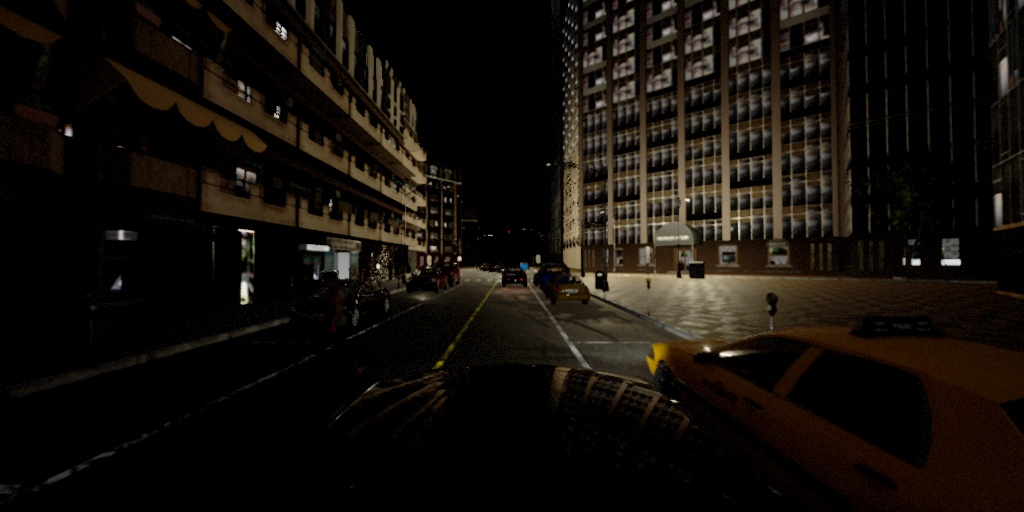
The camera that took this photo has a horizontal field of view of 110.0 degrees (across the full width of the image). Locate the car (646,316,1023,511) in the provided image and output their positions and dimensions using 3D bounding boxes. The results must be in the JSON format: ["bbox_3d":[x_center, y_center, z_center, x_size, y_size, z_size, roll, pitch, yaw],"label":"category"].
[{"bbox_3d":[2.750,1.219,2.853,1.801,1.575,5.366,0,-1,0],"label":"car"}]

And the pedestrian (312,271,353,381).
[{"bbox_3d":[-2.921,1.092,5.855,0.375,1.860,0.375,0,-1,0],"label":"pedestrian"}]

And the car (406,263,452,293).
[{"bbox_3d":[-5.313,1.444,22.714,1.967,1.591,4.097,0,0,0],"label":"car"}]

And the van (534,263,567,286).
[{"bbox_3d":[2.567,1.345,22.719,1.690,1.789,3.998,0,0,0],"label":"van"}]

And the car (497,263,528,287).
[{"bbox_3d":[0.135,1.561,27.870,2.128,1.511,4.902,0,-1,-3],"label":"car"}]

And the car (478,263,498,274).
[{"bbox_3d":[-3.580,1.952,55.990,1.837,1.490,4.892,2,-2,-31],"label":"car"}]

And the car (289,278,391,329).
[{"bbox_3d":[-5.314,1.418,11.645,2.007,1.370,4.403,0,0,0],"label":"car"}]

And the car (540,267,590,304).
[{"bbox_3d":[2.567,1.460,17.356,1.751,1.417,4.829,0,0,0],"label":"car"}]

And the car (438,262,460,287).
[{"bbox_3d":[-5.313,1.389,28.250,2.192,1.841,5.009,0,0,0],"label":"car"}]
